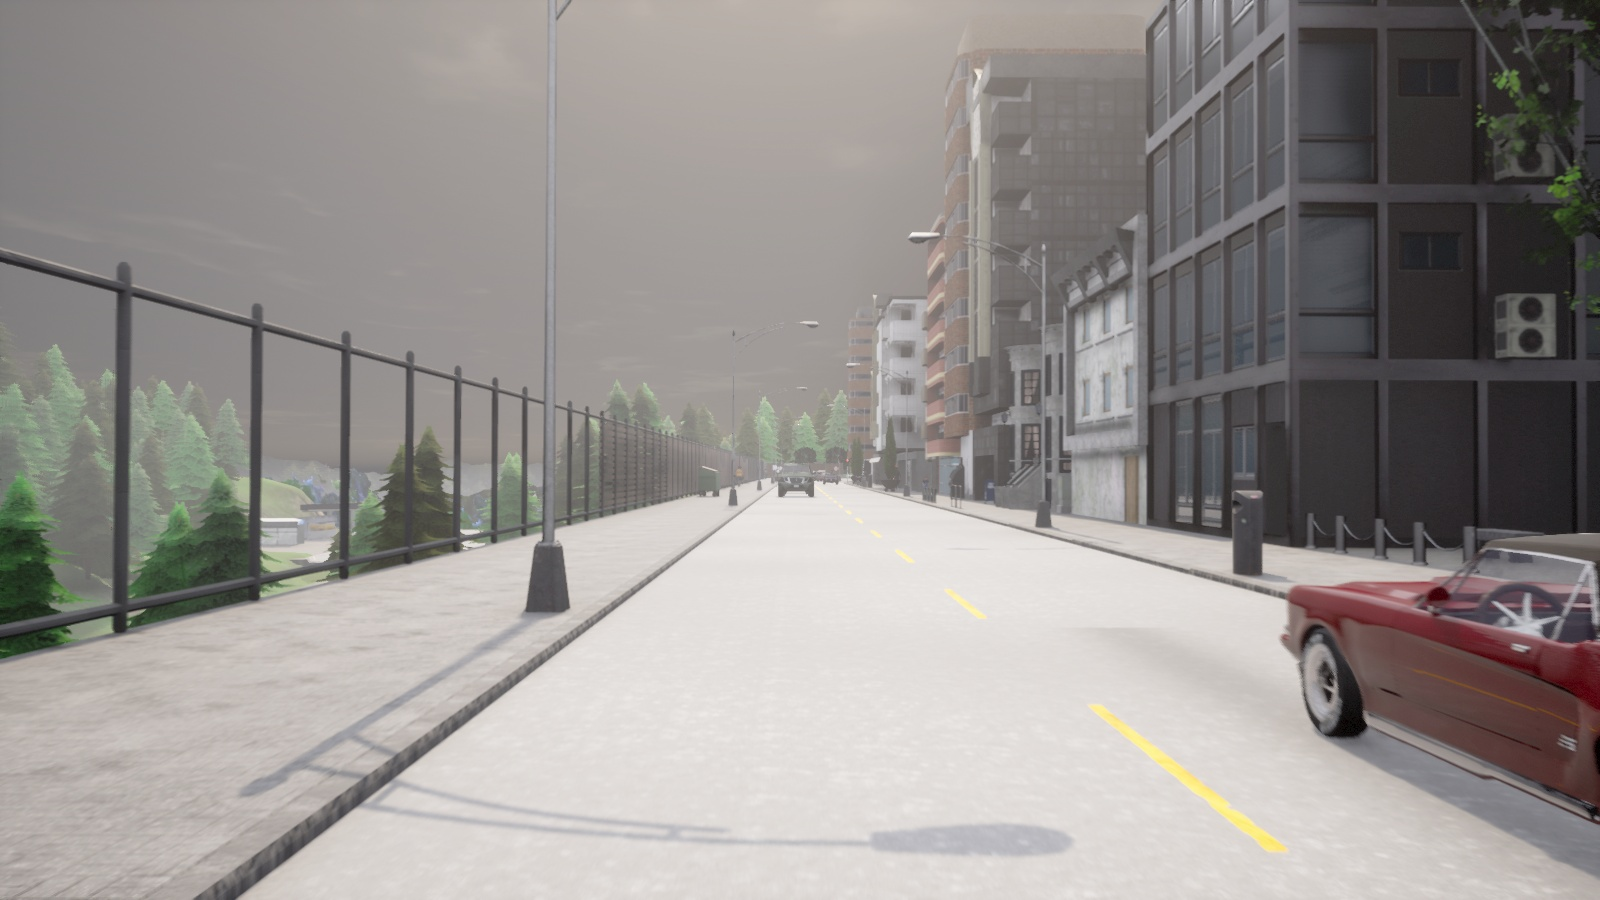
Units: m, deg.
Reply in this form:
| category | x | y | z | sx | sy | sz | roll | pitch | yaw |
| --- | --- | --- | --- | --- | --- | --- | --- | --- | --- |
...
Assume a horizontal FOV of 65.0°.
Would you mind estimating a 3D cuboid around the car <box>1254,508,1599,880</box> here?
| category | x | y | z | sx | sy | sz | roll | pitch | yaw |
| --- | --- | --- | --- | --- | --- | --- | --- | --- | --- |
| car | 3.981 | 1.000 | 6.009 | 1.895 | 1.301 | 4.718 | 0 | -1 | 0 |

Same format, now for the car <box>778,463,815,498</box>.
| category | x | y | z | sx | sy | sz | roll | pitch | yaw |
| --- | --- | --- | --- | --- | --- | --- | --- | --- | --- |
| car | -0.212 | 1.813 | 76.366 | 2.150 | 2.045 | 5.566 | 0 | -1 | 0 |
